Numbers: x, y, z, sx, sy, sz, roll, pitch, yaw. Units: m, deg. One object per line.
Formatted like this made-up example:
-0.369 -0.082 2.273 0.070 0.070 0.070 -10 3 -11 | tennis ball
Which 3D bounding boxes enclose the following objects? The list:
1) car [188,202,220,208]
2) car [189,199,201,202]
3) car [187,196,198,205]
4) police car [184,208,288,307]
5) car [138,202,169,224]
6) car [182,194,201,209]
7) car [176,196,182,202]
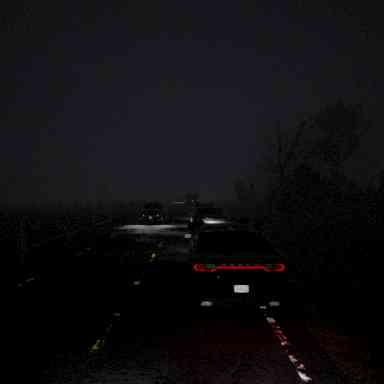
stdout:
0.850 1.508 18.076 1.837 1.490 4.892 0 0 0 | car
0.858 1.511 24.076 1.837 1.490 4.892 0 0 0 | car
0.081 1.534 60.583 1.882 1.535 5.008 0 0 0 | car
0.837 1.426 8.186 1.930 1.638 5.238 0 0 0 | police car
-2.817 1.511 25.003 1.837 1.490 4.892 0 0 0 | car
0.099 1.250 45.969 2.150 2.045 5.566 0 0 1 | car
-2.647 1.657 76.416 1.994 1.385 4.181 0 0 0 | car
